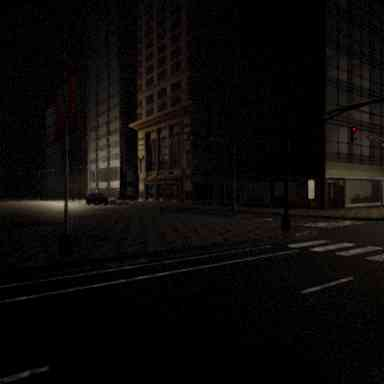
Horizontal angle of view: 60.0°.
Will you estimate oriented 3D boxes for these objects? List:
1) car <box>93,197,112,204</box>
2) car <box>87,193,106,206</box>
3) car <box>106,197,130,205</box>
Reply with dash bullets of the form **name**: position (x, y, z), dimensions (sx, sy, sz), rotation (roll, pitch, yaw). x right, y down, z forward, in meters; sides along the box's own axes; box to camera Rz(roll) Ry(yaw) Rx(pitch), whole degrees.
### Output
- **car**: position (-16.893, 1.585, 62.413), dimensions (1.895, 1.301, 4.718), rotation (0, 0, -35)
- **car**: position (-15.936, 1.208, 55.871), dimensions (2.150, 2.045, 5.566), rotation (0, 0, -35)
- **car**: position (-12.246, 1.563, 55.914), dimensions (1.895, 1.301, 4.718), rotation (0, 0, -35)
